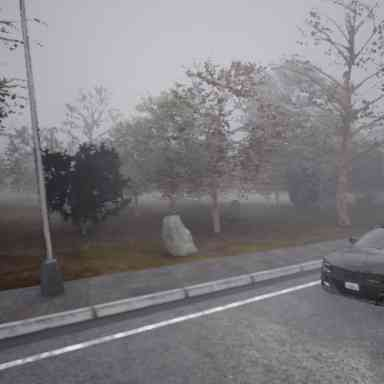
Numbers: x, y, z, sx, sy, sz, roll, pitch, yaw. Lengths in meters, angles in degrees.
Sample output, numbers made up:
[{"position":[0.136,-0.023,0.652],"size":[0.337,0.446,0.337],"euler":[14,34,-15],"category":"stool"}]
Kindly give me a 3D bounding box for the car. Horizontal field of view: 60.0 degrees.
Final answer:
[{"position":[4.965,1.473,7.667],"size":[5.008,1.535,1.882],"euler":[0,0,-37],"category":"car"}]
